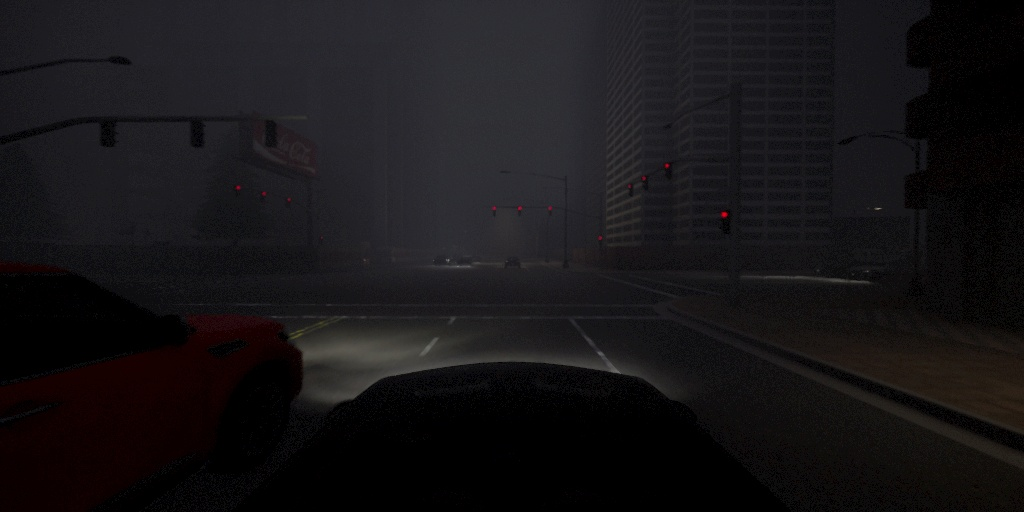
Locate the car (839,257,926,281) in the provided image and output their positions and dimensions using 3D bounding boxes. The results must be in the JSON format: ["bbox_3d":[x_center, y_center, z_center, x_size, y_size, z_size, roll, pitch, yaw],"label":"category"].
[{"bbox_3d":[26.666,1.017,25.604,4.674,1.442,1.812,0,1,0],"label":"car"}]

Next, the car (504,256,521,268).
[{"bbox_3d":[0.095,0.743,44.701,1.812,1.442,4.674,0,1,0],"label":"car"}]

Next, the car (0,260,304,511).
[{"bbox_3d":[-3.388,0.968,1.621,2.150,2.045,5.566,0,1,0],"label":"car"}]

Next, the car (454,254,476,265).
[{"bbox_3d":[-7.035,0.697,53.660,1.895,1.301,4.718,0,1,1],"label":"car"}]

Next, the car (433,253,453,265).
[{"bbox_3d":[-10.537,0.592,53.861,1.837,1.490,4.892,0,1,1],"label":"car"}]

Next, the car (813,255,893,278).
[{"bbox_3d":[27.312,0.940,29.115,4.902,1.511,2.128,0,1,0],"label":"car"}]
